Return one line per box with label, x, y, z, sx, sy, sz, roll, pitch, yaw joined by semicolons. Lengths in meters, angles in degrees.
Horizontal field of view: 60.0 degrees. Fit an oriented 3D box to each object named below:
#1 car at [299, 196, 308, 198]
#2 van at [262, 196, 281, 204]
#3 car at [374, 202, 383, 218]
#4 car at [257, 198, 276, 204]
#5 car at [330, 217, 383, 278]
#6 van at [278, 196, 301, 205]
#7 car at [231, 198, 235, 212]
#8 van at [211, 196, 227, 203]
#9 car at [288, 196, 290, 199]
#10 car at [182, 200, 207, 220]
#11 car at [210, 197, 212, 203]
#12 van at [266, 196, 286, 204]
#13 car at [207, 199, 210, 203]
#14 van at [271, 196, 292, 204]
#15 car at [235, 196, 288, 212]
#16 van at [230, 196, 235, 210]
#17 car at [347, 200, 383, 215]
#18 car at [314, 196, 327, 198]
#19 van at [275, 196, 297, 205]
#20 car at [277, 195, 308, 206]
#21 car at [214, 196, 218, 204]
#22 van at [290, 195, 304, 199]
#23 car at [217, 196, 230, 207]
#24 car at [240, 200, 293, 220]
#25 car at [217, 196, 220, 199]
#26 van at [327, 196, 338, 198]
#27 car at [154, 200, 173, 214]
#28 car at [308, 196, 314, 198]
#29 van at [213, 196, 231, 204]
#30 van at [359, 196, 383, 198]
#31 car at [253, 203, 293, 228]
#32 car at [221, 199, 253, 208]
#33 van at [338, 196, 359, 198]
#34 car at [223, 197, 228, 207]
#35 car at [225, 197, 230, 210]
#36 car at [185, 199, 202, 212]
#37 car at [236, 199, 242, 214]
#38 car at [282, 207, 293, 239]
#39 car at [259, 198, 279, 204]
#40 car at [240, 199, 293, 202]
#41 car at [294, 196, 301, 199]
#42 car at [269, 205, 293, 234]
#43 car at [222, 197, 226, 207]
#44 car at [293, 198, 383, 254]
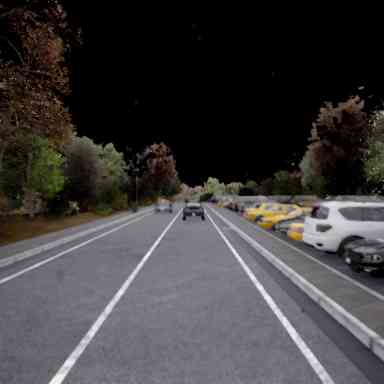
car;20.278;1.834;53.417;5.008;1.535;2.097;0;-1;0
van;20.683;2.067;86.638;4.442;1.987;1.878;0;-1;0
car;20.123;1.674;31.259;4.792;1.488;2.163;0;0;0
car;20.609;2.432;92.172;5.008;1.535;2.097;0;-1;0
car;6.831;1.626;9.225;5.008;1.535;2.097;0;0;0
van;20.543;1.759;70.163;4.442;1.987;1.878;0;-1;0
car;7.092;1.723;36.974;4.792;1.488;2.163;0;-1;0
van;7.676;2.288;95.250;4.442;1.987;1.878;0;-1;0
car;20.352;1.949;61.726;4.674;1.452;2.002;0;-1;0
car;0.154;1.666;29.785;1.837;1.490;4.892;0;-1;0
car;7.422;1.791;75.840;5.566;2.045;2.435;0;-1;0
van;20.402;1.928;81.103;4.442;1.987;1.878;0;-1;0
car;7.541;2.444;92.470;5.008;1.535;2.097;0;-1;0
van;20.357;1.809;75.713;4.442;1.987;1.878;0;-1;0
car;7.070;1.546;34.202;4.553;1.767;2.185;0;0;0
van;7.203;1.493;39.752;4.442;1.987;1.878;0;-1;0
car;20.147;1.685;36.797;5.008;1.535;2.097;0;-1;0
car;20.184;1.508;45.108;5.566;2.045;2.435;0;-1;0
van;20.565;1.782;72.808;4.442;1.987;1.878;0;-1;0
car;20.374;1.708;67.394;5.566;2.045;2.435;0;-1;0
car;7.067;1.890;59.184;5.366;1.575;1.946;0;-1;0
van;20.448;1.659;59.083;4.442;1.987;1.878;0;-1;0
car;6.996;1.815;50.856;5.366;1.575;1.946;0;-1;0
car;6.784;1.631;26.003;5.366;1.575;1.946;0;0;0
car;7.222;1.869;56.406;4.892;1.521;2.231;0;-1;0
van;20.072;1.509;42.340;4.442;1.987;1.878;0;-1;0
car;-3.250;1.720;38.875;2.128;1.511;4.902;0;0;0
car;20.208;1.533;47.878;5.566;2.045;2.435;0;-1;0
van;7.325;1.940;81.376;4.442;1.987;1.878;0;-1;0
van;20.009;1.437;34.014;4.442;1.987;1.878;0;0;0
car;6.735;1.627;20.330;5.366;1.575;1.946;0;0;0
car;7.211;1.844;53.630;4.892;1.521;2.231;0;-1;0
van;20.281;1.484;39.567;4.442;1.987;1.878;0;0;0
car;7.104;1.798;45.302;4.792;1.488;2.163;0;-1;0
car;7.081;1.773;42.527;4.792;1.488;2.163;0;-1;0
car;0.220;1.751;43.469;2.128;1.511;4.902;0;-1;0
car;7.009;1.654;31.422;4.892;1.521;2.231;0;0;0
car;7.059;1.625;14.775;5.366;1.575;1.946;0;0;0
car;20.584;2.363;89.403;4.892;1.521;2.231;0;-1;0
car;7.177;1.637;28.653;5.366;1.575;1.946;0;0;0
car;20.311;1.900;56.311;4.674;1.452;2.002;0;-1;0
car;6.903;1.630;17.553;4.892;1.521;2.231;0;0;0
car;7.128;1.823;48.079;4.792;1.488;2.163;0;-1;0
car;6.878;1.376;12.000;5.566;2.045;2.435;0;0;0
